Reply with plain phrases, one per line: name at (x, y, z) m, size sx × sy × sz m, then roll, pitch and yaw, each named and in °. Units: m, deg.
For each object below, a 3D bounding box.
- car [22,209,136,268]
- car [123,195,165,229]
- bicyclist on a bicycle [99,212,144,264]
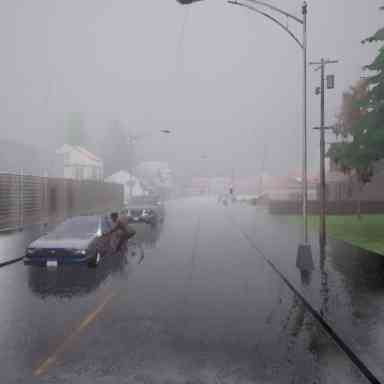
car at (-3.654, 1.546, 11.636) m, size 2.033 × 1.411 × 5.357 m, roll 0°, pitch 0°, yaw 3°
car at (-3.144, 1.221, 22.207) m, size 2.150 × 2.045 × 5.566 m, roll 0°, pitch 0°, yaw 3°
bicyclist on a bicycle at (-2.310, 1.477, 10.455) m, size 1.656 × 1.620 × 0.582 m, roll 3°, pitch 0°, yaw 2°
